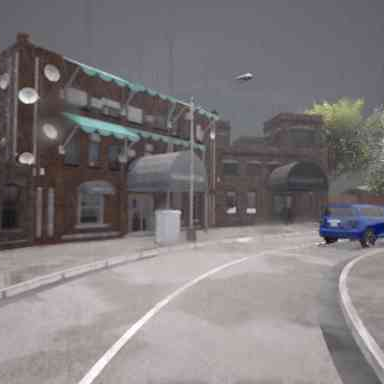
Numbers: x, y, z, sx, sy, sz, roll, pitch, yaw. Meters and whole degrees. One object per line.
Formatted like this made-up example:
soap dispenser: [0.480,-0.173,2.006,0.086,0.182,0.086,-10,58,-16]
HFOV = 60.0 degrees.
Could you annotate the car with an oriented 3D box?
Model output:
car: [8.862,1.645,17.097,5.566,2.045,2.150,1,-3,-34]
